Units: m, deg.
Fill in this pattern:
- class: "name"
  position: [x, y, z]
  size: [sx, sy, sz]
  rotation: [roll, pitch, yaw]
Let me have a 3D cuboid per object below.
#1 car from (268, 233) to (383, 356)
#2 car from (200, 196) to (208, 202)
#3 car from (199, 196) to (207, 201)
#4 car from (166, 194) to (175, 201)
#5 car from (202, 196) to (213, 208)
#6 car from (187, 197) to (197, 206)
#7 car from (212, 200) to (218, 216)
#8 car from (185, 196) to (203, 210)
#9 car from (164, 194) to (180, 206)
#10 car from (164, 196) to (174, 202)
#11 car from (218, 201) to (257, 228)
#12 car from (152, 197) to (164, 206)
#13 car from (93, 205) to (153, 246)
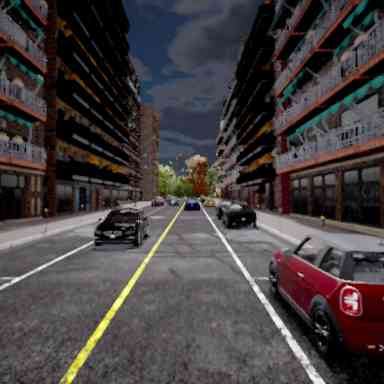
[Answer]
- class: "car"
  position: [2.702, 1.449, 6.057]
  size: [1.967, 1.590, 4.097]
  rotation: [1, 0, 0]
- class: "car"
  position: [2.846, 1.650, 78.611]
  size: [1.752, 1.417, 4.829]
  rotation: [1, 0, 0]
- class: "car"
  position: [2.847, 1.695, 89.577]
  size: [2.008, 1.369, 4.403]
  rotation: [1, 0, 0]
- class: "car"
  position: [-5.797, 1.459, 89.611]
  size: [2.192, 1.841, 5.009]
  rotation: [1, 0, 0]
- class: "car"
  position: [2.715, 1.603, 50.771]
  size: [1.752, 1.417, 4.829]
  rotation: [1, 0, 0]
- class: "car"
  position: [0.024, 1.616, 57.898]
  size: [1.812, 1.442, 4.674]
  rotation: [0, 0, 1]
- class: "car"
  position: [3.143, 1.522, 29.752]
  size: [1.882, 1.535, 5.008]
  rotation: [0, 0, 0]
- class: "car"
  position: [0.046, 1.630, 43.583]
  size: [1.994, 1.385, 4.181]
  rotation: [0, 0, 1]
- class: "car"
  position: [-3.056, 1.577, 55.532]
  size: [2.128, 1.511, 4.902]
  rotation: [0, 0, 0]
- class: "car"
  position: [-5.801, 1.685, 84.043]
  size: [2.008, 1.369, 4.403]
  rotation: [1, 0, 0]
- class: "car"
  position: [3.142, 1.511, 22.751]
  size: [1.882, 1.535, 5.008]
  rotation: [0, 0, 0]
- class: "car"
  position: [-5.691, 1.527, 56.202]
  size: [1.967, 1.590, 4.097]
  rotation: [1, 0, 0]
- class: "car"
  position: [-3.099, 1.529, 15.407]
  size: [1.837, 1.490, 4.892]
  rotation: [0, 0, 0]
